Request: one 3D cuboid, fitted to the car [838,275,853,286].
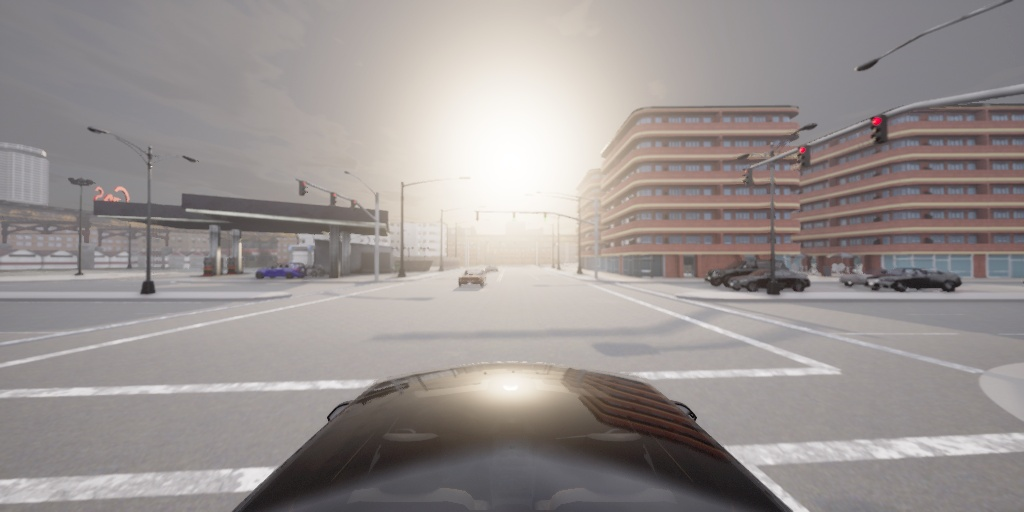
[{"bbox_3d":[27.043,1.663,26.356,4.718,1.301,1.895,0,-1,1],"label":"car"}]

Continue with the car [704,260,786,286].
[{"bbox_3d":[17.278,1.285,26.433,5.566,2.045,2.150,0,-1,0],"label":"car"}]

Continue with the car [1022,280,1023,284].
[{"bbox_3d":[40.727,1.559,26.241,4.892,1.490,1.837,-2,-1,1],"label":"car"}]

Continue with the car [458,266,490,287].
[{"bbox_3d":[-3.014,1.704,27.912,1.895,1.301,4.718,0,-1,0],"label":"car"}]

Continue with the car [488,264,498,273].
[{"bbox_3d":[-3.282,2.068,59.702,1.994,1.385,4.181,0,0,-1],"label":"car"}]

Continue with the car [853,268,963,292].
[{"bbox_3d":[25.420,1.507,22.851,4.902,1.511,2.128,0,-1,1],"label":"car"}]

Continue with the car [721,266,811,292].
[{"bbox_3d":[16.380,1.545,22.929,4.674,1.442,1.812,0,-1,0],"label":"car"}]
